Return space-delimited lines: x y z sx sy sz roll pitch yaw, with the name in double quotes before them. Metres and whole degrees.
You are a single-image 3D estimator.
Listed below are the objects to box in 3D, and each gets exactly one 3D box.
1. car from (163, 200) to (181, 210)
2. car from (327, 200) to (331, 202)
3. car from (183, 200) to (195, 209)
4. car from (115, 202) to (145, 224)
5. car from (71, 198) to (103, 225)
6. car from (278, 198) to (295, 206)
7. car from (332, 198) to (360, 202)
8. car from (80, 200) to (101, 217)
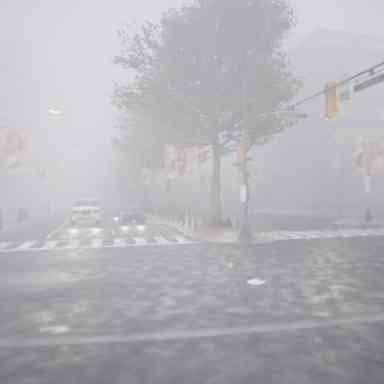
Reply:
"car" -3.402 2.023 52.539 1.837 1.490 4.892 0 -1 -15
"car" 28.812 1.902 65.270 1.895 1.301 4.718 0 -1 -15
"car" -0.839 2.020 56.847 1.882 1.535 5.008 0 -1 -15
"car" -5.087 1.843 27.729 2.033 1.411 5.357 0 -1 -15
"car" -8.639 1.536 27.464 2.150 2.045 5.566 0 -1 -15
"car" 17.507 1.897 62.632 2.161 1.482 4.786 0 -1 -15
"car" 24.676 1.660 51.941 2.002 1.452 4.674 0 -1 -15
"car" -11.231 1.774 37.177 2.097 1.767 4.553 0 -1 -15
